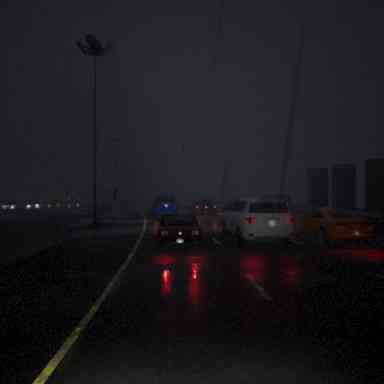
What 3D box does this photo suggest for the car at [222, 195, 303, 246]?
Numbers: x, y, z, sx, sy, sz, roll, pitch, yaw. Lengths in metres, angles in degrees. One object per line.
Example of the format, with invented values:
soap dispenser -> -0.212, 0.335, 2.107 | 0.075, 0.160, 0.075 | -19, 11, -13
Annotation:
car -> 2.842, 1.255, 15.392 | 2.150, 2.045, 5.566 | 0, 0, -5

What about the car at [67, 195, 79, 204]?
car -> -23.209, 1.351, 64.994 | 2.097, 1.767, 4.553 | 0, 0, -22

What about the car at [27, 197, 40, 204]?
car -> -29.671, 1.602, 62.312 | 1.895, 1.301, 4.718 | 0, 0, -22

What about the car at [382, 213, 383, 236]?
car -> 9.817, 1.614, 15.975 | 1.895, 1.301, 4.718 | 0, 0, -5

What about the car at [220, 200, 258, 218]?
car -> 4.332, 1.561, 31.546 | 2.033, 1.411, 5.357 | 0, 0, -10

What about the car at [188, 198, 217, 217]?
car -> 0.886, 1.364, 30.935 | 2.097, 1.767, 4.553 | 0, 0, -10

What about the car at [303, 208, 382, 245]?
car -> 6.332, 1.482, 15.654 | 1.882, 1.535, 5.008 | 0, 0, -5

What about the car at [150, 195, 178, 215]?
car -> -2.575, 1.255, 30.413 | 2.150, 2.045, 5.566 | 0, 0, -10

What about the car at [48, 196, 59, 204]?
car -> -26.408, 1.486, 63.568 | 1.882, 1.535, 5.008 | 0, 0, -22

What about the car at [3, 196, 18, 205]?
car -> -32.116, 1.494, 58.869 | 2.128, 1.511, 4.902 | 0, 0, -20

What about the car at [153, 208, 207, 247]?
car -> -0.646, 1.613, 15.100 | 1.895, 1.301, 4.718 | 0, 0, -5

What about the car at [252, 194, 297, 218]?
car -> 7.779, 1.255, 32.157 | 2.150, 2.045, 5.566 | 0, 0, -10
